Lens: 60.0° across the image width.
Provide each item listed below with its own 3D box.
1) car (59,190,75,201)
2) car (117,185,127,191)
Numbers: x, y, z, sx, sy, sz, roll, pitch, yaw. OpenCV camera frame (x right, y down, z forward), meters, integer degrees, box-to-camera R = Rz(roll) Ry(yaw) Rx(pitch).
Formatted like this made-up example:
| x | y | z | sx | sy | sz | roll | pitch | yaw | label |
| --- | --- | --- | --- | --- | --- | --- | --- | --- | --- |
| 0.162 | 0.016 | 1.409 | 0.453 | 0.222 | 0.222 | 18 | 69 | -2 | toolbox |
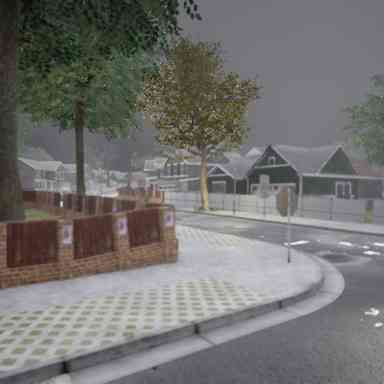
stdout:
| x | y | z | sx | sy | sz | roll | pitch | yaw | label |
| --- | --- | --- | --- | --- | --- | --- | --- | --- | --- |
| -17.844 | 0.464 | 47.176 | 1.837 | 1.490 | 4.892 | 0 | 1 | -31 | car |
| -19.512 | -0.924 | 91.693 | 1.812 | 1.442 | 4.674 | 0 | 2 | -1 | car |
